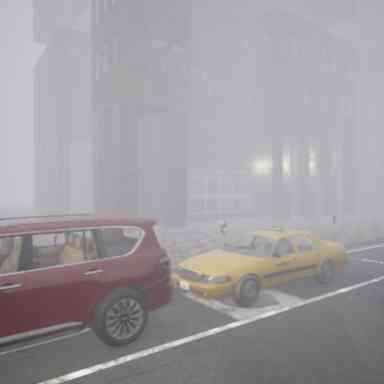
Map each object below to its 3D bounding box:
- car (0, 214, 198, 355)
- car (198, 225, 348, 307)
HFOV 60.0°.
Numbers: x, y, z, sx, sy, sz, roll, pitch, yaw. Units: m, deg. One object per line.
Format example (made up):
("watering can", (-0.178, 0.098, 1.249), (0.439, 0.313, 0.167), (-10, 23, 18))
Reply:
("car", (-2.614, 1.314, 4.784), (5.009, 1.841, 2.192), (0, 0, -36))
("car", (1.820, 1.515, 7.952), (4.829, 1.417, 1.752), (0, 0, -36))
